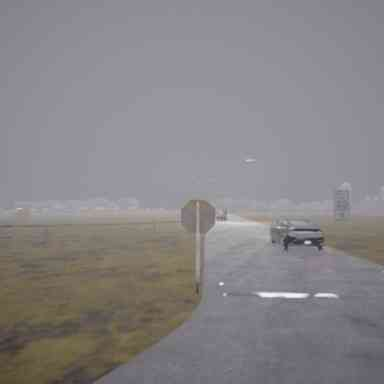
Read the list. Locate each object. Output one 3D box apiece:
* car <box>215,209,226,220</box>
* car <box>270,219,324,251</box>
[{"bbox_3d":[3.949,3.303,48.459,2.128,1.511,4.902,0,-2,3],"label":"car"},{"bbox_3d":[5.303,2.130,17.264,2.128,1.511,4.902,0,-2,3],"label":"car"}]
